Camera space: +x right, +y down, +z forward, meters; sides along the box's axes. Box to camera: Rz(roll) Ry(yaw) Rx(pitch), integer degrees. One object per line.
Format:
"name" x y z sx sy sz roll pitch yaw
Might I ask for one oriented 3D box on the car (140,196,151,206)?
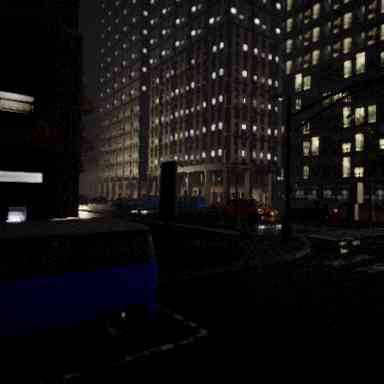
"car" -7.248 1.505 40.821 1.994 1.385 4.181 1 -1 -35

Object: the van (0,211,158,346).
"van" -2.454 1.342 4.956 3.998 1.788 1.690 0 1 -35

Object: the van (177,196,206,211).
"van" -0.013 1.408 40.620 1.690 1.788 3.998 2 -1 -35

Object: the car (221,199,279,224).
"car" 4.225 1.321 24.637 2.097 1.767 4.553 1 -1 -35

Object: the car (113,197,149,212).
"car" -6.851 1.444 35.771 2.008 1.369 4.403 2 -1 -35

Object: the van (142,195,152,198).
"van" -6.548 1.393 49.836 1.690 1.788 3.998 2 -1 -35

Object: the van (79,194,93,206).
"van" -16.651 1.214 49.596 1.690 1.788 3.998 2 -1 -35

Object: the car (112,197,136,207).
"car" -10.436 1.520 50.747 1.812 1.442 4.674 1 -1 -35

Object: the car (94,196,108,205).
"car" -16.447 1.487 59.137 1.837 1.490 4.892 1 -1 -35

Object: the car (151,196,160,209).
"car" -3.284 1.610 45.226 2.008 1.369 4.403 2 -1 -35

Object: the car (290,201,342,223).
"car" 9.789 1.531 26.797 1.967 1.590 4.097 2 -1 -35

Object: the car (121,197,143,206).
"car" -9.821 1.612 54.440 1.947 1.339 4.313 2 -1 -35
